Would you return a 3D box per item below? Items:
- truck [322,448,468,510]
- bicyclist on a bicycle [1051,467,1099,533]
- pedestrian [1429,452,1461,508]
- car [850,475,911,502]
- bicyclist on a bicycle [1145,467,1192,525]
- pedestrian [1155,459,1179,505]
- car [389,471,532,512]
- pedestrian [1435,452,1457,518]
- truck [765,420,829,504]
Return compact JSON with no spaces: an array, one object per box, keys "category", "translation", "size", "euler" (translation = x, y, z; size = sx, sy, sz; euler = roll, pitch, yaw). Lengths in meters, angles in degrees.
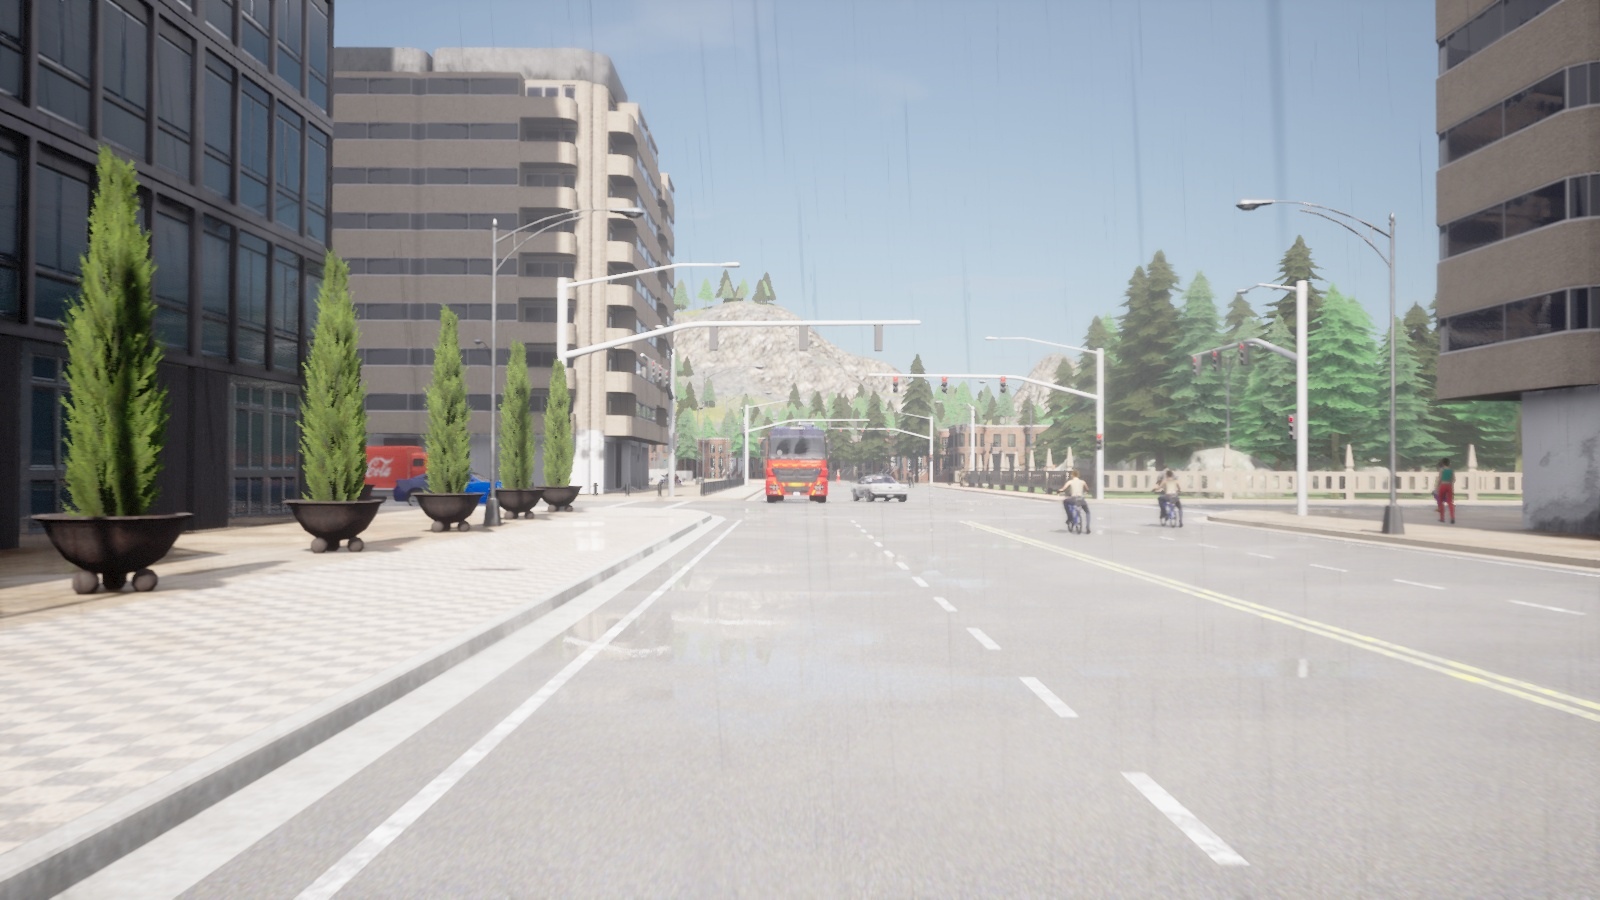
[{"category":"truck","translation":[-16.743,1.194,52.097],"size":[5.204,2.467,2.627],"euler":[0,-1,0]},{"category":"bicyclist on a bicycle","translation":[6.918,1.242,31.633],"size":[0.866,1.612,1.509],"euler":[0,-1,0]},{"category":"pedestrian","translation":[22.603,1.045,44.021],"size":[0.873,1.952,0.659],"euler":[-1,-1,17]},{"category":"car","translation":[3.960,1.907,62.662],"size":[1.895,1.301,4.718],"euler":[0,-1,-11]},{"category":"bicyclist on a bicycle","translation":[10.409,1.292,35.518],"size":[0.866,1.612,1.509],"euler":[0,-1,0]},{"category":"pedestrian","translation":[15.987,1.387,54.743],"size":[0.659,1.952,0.873],"euler":[0,-1,-9]},{"category":"car","translation":[-13.087,1.586,48.580],"size":[5.008,1.535,1.882],"euler":[0,-1,0]},{"category":"pedestrian","translation":[18.047,0.969,35.084],"size":[0.345,1.836,0.594],"euler":[0,-1,9]},{"category":"truck","translation":[-0.152,0.627,61.282],"size":[2.891,3.827,8.468],"euler":[0,-1,0]}]
